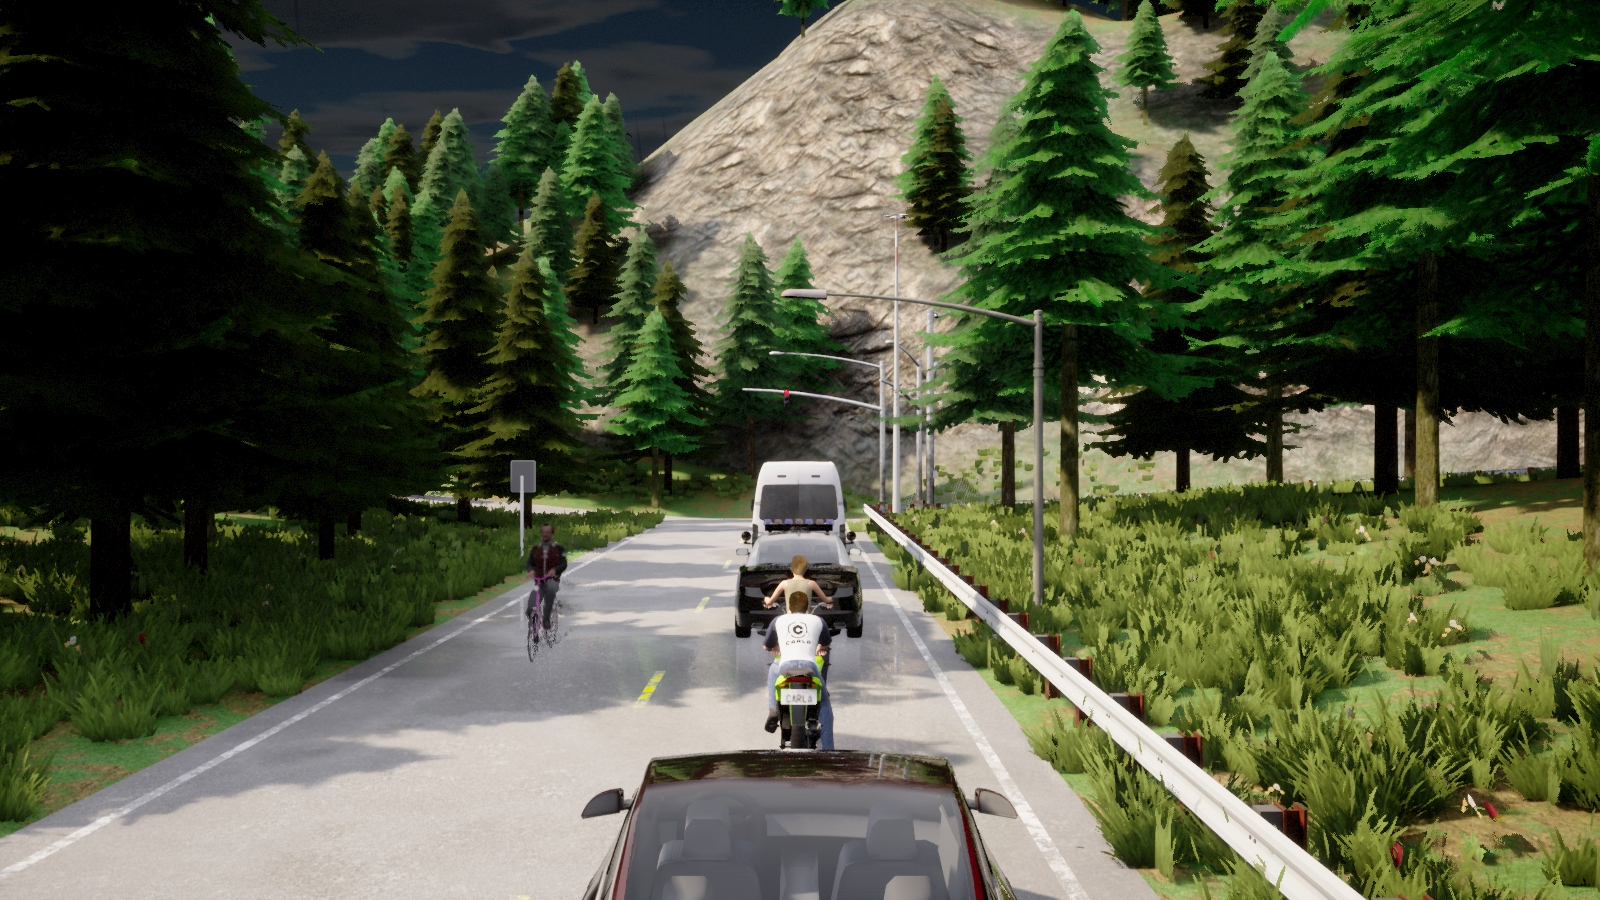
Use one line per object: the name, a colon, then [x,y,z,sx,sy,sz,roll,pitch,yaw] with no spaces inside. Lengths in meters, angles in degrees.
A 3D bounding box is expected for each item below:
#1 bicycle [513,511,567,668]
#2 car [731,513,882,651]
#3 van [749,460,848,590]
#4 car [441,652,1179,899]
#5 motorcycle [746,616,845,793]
bicycle: [-3.522,1.836,15.560,0.329,1.919,1.835,0,0,0]
car: [0.090,1.982,18.501,2.097,1.638,5.238,0,0,0]
van: [-0.039,1.534,25.918,1.988,2.561,5.915,0,0,0]
car: [0.027,2.063,5.080,2.163,1.488,4.792,0,0,0]
motorcycle: [-0.033,2.213,10.287,0.803,1.145,2.033,0,0,0]
